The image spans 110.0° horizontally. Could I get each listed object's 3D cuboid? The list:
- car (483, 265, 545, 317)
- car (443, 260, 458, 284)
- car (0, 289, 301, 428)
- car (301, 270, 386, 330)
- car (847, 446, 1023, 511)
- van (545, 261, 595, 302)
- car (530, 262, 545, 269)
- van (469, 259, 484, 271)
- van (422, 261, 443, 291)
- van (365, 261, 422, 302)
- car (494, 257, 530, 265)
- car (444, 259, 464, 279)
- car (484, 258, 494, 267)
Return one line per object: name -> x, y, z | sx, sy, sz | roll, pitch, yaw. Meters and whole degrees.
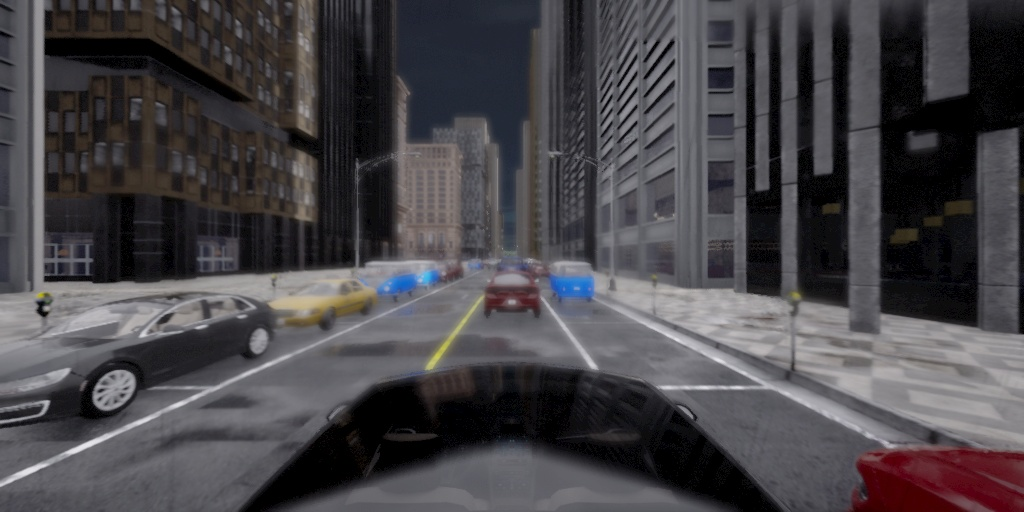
car -> 0.032, 1.285, 13.533 | 1.882, 1.535, 5.008 | 0, 0, 1
car -> -5.773, 1.317, 28.370 | 1.967, 1.591, 4.097 | 0, 0, 0
car -> -5.764, 1.320, 5.807 | 2.007, 1.370, 4.403 | 0, 0, 0
car -> -5.766, 1.322, 11.278 | 1.751, 1.417, 4.829 | 0, 0, 0
car -> 2.763, 1.288, 0.175 | 1.888, 1.381, 4.507 | 0, 0, 0
van -> 2.757, 1.165, 17.097 | 1.690, 1.789, 3.998 | 0, 0, 0
car -> 2.750, 1.487, 34.019 | 1.802, 1.307, 4.207 | 0, 0, 0
van -> -5.785, 1.352, 56.575 | 1.690, 1.789, 3.998 | 0, 0, 0
van -> -5.771, 1.191, 22.729 | 1.690, 1.789, 3.998 | 0, 0, 0
van -> -5.769, 1.164, 17.089 | 1.690, 1.789, 3.998 | 0, 0, 0
car -> 0.022, 1.100, 28.178 | 2.150, 2.045, 5.566 | 0, 0, 0
car -> -5.775, 1.219, 34.012 | 2.192, 1.841, 5.009 | 0, 0, 0
car -> -3.082, 1.547, 58.766 | 1.812, 1.442, 4.674 | 0, 0, 0
